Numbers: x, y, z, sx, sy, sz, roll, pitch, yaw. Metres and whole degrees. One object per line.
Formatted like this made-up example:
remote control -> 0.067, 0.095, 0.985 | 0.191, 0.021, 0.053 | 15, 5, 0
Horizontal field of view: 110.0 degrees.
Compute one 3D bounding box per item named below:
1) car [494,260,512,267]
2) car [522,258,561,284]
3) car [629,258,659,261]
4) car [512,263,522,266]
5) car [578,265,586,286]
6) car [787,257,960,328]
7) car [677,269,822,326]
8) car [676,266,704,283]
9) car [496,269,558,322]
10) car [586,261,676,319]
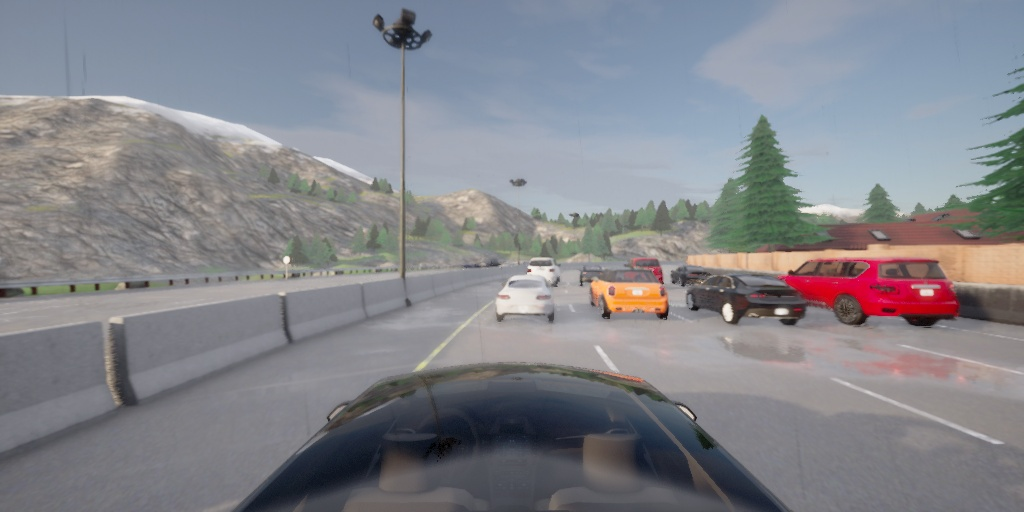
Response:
car -> -0.885, 1.821, 65.035 | 1.895, 1.301, 4.718 | 0, 0, 23
car -> 2.461, 1.162, 27.059 | 2.150, 2.045, 5.566 | 0, 0, 11
car -> 9.377, 1.157, 25.963 | 2.150, 2.045, 5.566 | 0, 0, 11
car -> 2.329, 1.703, 63.625 | 2.128, 1.511, 4.902 | 0, 0, 23
car -> 6.130, 1.436, 27.530 | 2.128, 1.511, 4.902 | 0, 0, 11
car -> 11.042, 1.054, 11.990 | 2.150, 2.045, 5.566 | 0, 0, 6
car -> 7.546, 1.332, 12.136 | 1.837, 1.490, 4.892 | 0, -1, 6
car -> 13.054, 1.445, 26.473 | 1.837, 1.490, 4.892 | 0, 0, 11
car -> 0.556, 1.357, 12.563 | 1.812, 1.442, 4.674 | 0, -1, 6
car -> 4.167, 1.190, 13.423 | 2.097, 1.767, 4.553 | 0, 0, 6
